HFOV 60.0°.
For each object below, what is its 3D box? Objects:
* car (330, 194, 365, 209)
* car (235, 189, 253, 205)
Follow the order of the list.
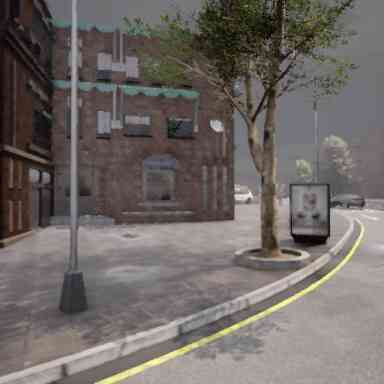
[{"bbox_3d":[16.571,0.973,35.815,2.128,1.511,4.902,0,1,-5],"label":"car"},{"bbox_3d":[5.644,0.689,43.116,5.566,2.045,2.435,0,-1,-44],"label":"car"}]
